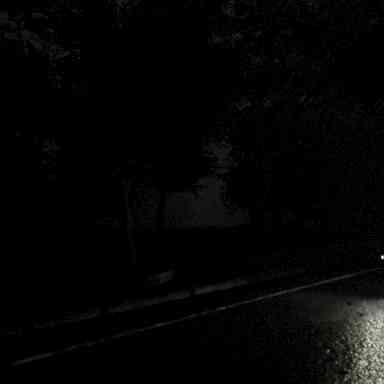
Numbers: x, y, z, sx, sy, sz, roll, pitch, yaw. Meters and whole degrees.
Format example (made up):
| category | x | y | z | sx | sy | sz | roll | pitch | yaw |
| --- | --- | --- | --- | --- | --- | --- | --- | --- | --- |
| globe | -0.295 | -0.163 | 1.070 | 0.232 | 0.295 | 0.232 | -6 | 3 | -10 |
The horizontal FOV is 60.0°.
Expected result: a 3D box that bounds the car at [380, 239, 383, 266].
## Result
| category | x | y | z | sx | sy | sz | roll | pitch | yaw |
| --- | --- | --- | --- | --- | --- | --- | --- | --- | --- |
| car | 7.569 | 1.299 | 9.371 | 5.566 | 2.045 | 2.150 | 1 | -1 | -35 |
